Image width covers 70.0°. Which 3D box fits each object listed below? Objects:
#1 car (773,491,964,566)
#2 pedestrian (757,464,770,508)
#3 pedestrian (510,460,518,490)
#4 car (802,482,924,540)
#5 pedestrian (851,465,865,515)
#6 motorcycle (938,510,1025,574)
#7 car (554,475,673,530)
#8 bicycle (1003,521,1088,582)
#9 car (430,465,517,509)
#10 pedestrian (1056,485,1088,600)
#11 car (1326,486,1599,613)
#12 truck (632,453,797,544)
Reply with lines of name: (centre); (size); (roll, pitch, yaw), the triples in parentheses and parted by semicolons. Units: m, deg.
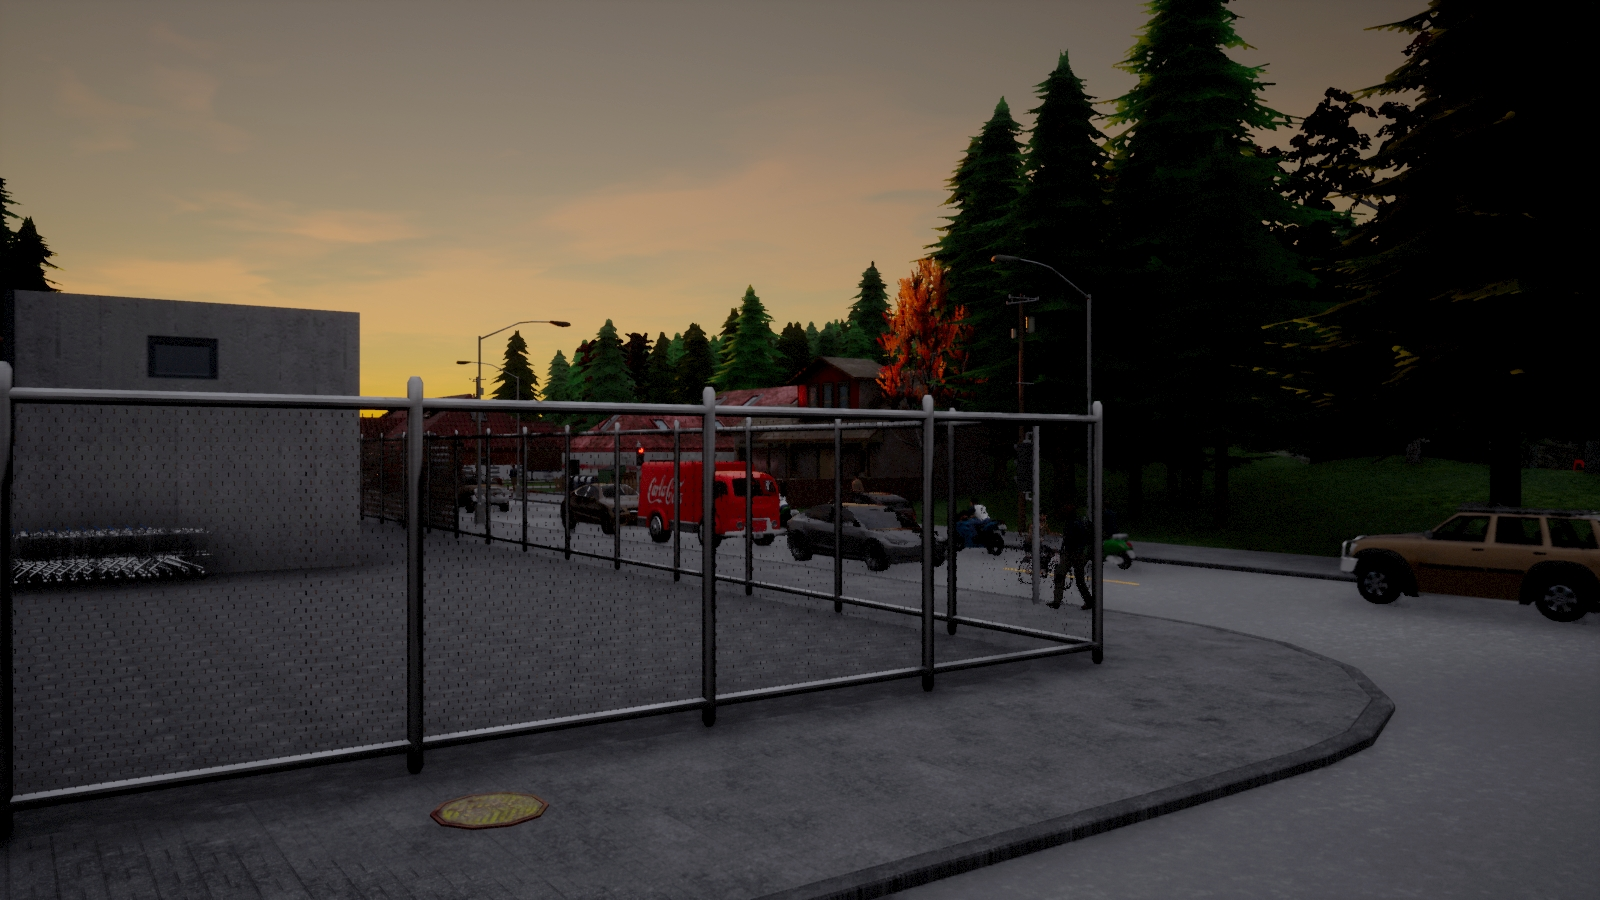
car: (1.574, 1.840, 28.100); (2.163, 1.488, 4.792); (0, 0, -35)
pedestrian: (-1.564, 1.520, 48.925); (0.375, 1.860, 0.375); (0, 0, -34)
pedestrian: (-17.344, 1.519, 69.299); (0.375, 1.860, 0.375); (0, 0, 5)
car: (1.867, 1.802, 34.631); (1.789, 1.549, 3.705); (0, 0, -35)
pedestrian: (2.202, 1.521, 43.503); (0.375, 1.860, 0.375); (0, 0, -34)
motorcycle: (3.911, 1.959, 24.766); (0.856, 1.236, 1.805); (0, 0, -35)
car: (-6.576, 1.769, 39.829); (2.152, 1.651, 5.027); (0, 0, -35)
bicycle: (4.979, 2.034, 23.210); (0.859, 1.080, 1.487); (0, 0, -35)
car: (-14.796, 1.641, 51.588); (1.932, 1.855, 4.605); (0, 0, -42)
pedestrian: (4.505, 1.515, 18.922); (0.375, 1.860, 0.375); (0, 0, -26)
car: (12.001, 1.640, 20.085); (1.932, 1.855, 4.605); (0, 0, -41)
truck: (-2.653, 1.345, 34.157); (2.627, 2.467, 5.204); (0, 0, -35)
